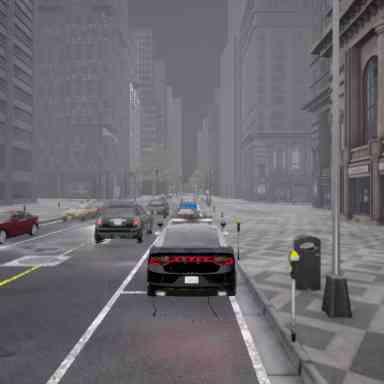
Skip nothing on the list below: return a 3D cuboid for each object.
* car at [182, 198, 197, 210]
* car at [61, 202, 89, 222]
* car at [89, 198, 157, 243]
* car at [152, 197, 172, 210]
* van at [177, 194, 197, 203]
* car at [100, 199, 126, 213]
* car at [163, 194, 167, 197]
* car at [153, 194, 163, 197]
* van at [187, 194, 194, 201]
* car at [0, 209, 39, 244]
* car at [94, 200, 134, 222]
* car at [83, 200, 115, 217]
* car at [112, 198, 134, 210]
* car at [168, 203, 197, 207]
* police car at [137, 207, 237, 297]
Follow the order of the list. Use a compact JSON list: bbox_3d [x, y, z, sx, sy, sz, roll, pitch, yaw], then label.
[{"bbox_3d":[-0.347,1.551,43.336,1.887,1.381,4.507,0,0,0],"label":"car"},{"bbox_3d":[-8.906,1.528,26.612,1.752,1.417,4.829,0,0,0],"label":"car"},{"bbox_3d":[-3.136,1.353,16.169,2.097,1.767,4.553,0,0,0],"label":"car"},{"bbox_3d":[-3.040,1.492,29.910,2.128,1.511,4.902,0,0,0],"label":"car"},{"bbox_3d":[-0.353,1.345,32.286,1.690,1.788,3.998,0,0,0],"label":"van"},{"bbox_3d":[-8.903,1.549,37.832,1.887,1.381,4.507,0,0,0],"label":"car"},{"bbox_3d":[-8.864,1.586,92.031,1.887,1.381,4.507,0,0,0],"label":"car"},{"bbox_3d":[-8.875,1.556,81.281,1.752,1.417,4.829,0,0,0],"label":"car"},{"bbox_3d":[-0.341,1.377,86.845,1.690,1.788,3.998,0,0,0],"label":"van"},{"bbox_3d":[-8.908,1.546,15.730,1.887,1.381,4.507,0,0,0],"label":"car"},{"bbox_3d":[-6.230,1.494,27.204,2.128,1.511,4.902,0,0,0],"label":"car"},{"bbox_3d":[-8.905,1.548,32.307,1.887,1.381,4.507,0,0,0],"label":"car"},{"bbox_3d":[-8.902,1.550,43.358,1.887,1.381,4.507,0,0,0],"label":"car"},{"bbox_3d":[-0.361,1.584,21.236,1.802,1.307,4.206,0,0,0],"label":"car"},{"bbox_3d":[-0.007,1.426,8.759,1.930,1.638,5.238,0,0,0],"label":"police car"}]
